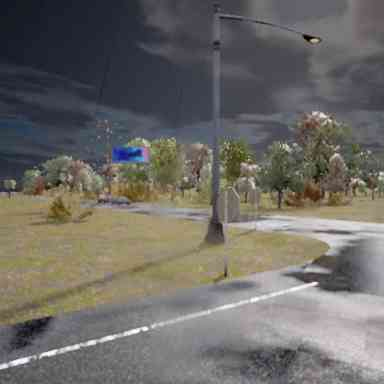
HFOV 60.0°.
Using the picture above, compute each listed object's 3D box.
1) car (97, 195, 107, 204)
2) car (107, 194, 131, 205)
[{"bbox_3d":[-15.829,1.247,61.149,2.097,1.767,4.553,0,0,-34],"label":"car"},{"bbox_3d":[-11.866,1.456,55.251,2.033,1.411,5.357,0,0,-33],"label":"car"}]
